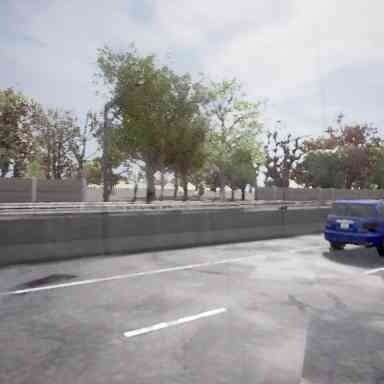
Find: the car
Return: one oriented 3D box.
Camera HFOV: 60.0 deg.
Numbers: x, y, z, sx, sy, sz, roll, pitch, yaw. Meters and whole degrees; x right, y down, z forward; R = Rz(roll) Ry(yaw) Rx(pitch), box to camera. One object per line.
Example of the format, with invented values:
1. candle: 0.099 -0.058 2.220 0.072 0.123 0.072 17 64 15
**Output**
1. car: 7.755 1.351 13.701 5.566 2.045 2.150 1 0 -35
